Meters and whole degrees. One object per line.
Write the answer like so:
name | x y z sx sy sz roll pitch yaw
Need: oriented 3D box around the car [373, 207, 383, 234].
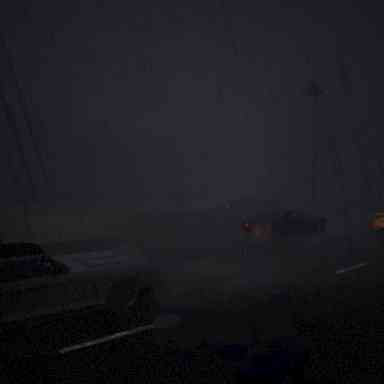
car | 11.411 1.398 17.690 5.008 1.535 1.882 0 0 -42

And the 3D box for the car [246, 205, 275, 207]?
car | 7.150 1.440 33.095 4.674 1.442 1.812 0 0 -45

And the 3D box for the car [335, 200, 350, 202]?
car | 30.186 1.109 66.723 2.097 1.767 4.553 0 0 33

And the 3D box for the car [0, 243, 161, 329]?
car | -2.969 1.605 6.016 4.718 1.301 1.895 0 0 -36

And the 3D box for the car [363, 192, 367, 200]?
car | 33.244 0.968 65.006 2.150 2.045 5.566 0 0 33

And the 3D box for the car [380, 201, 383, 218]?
car | 18.011 1.436 28.857 1.994 1.385 4.181 0 0 45

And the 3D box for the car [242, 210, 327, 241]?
car | 4.726 1.553 16.493 4.718 1.301 1.895 0 0 -40
